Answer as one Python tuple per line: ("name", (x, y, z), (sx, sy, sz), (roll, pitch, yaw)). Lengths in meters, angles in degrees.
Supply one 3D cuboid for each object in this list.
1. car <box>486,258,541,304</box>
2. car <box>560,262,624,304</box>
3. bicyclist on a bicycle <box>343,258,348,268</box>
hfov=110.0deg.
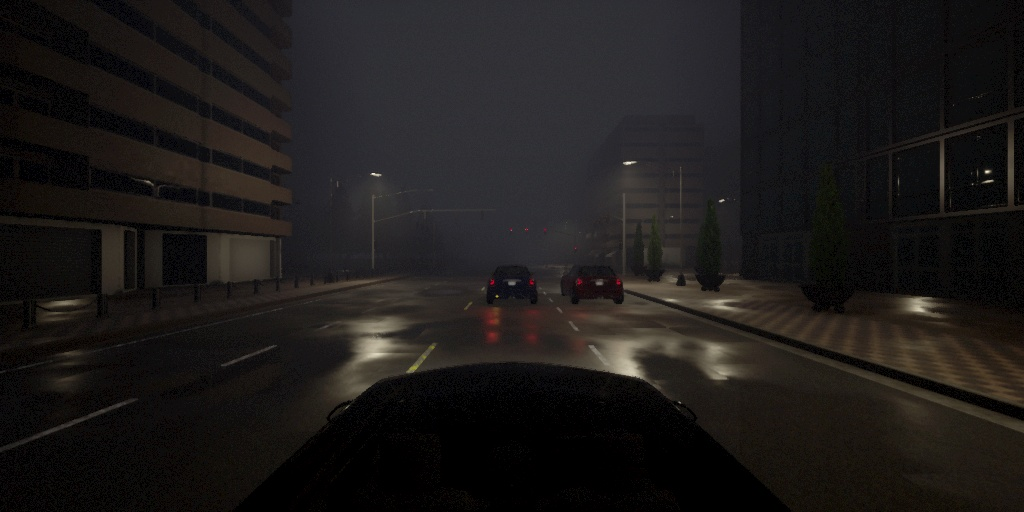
("car", (0.000, 1.115, 16.470), (2.097, 1.767, 4.553), (0, 0, 0))
("car", (3.500, 1.115, 16.470), (2.097, 1.767, 4.553), (0, 0, 0))
("bicyclist on a bicycle", (-25.674, 1.104, 55.334), (0.582, 1.620, 1.656), (0, 0, 0))
